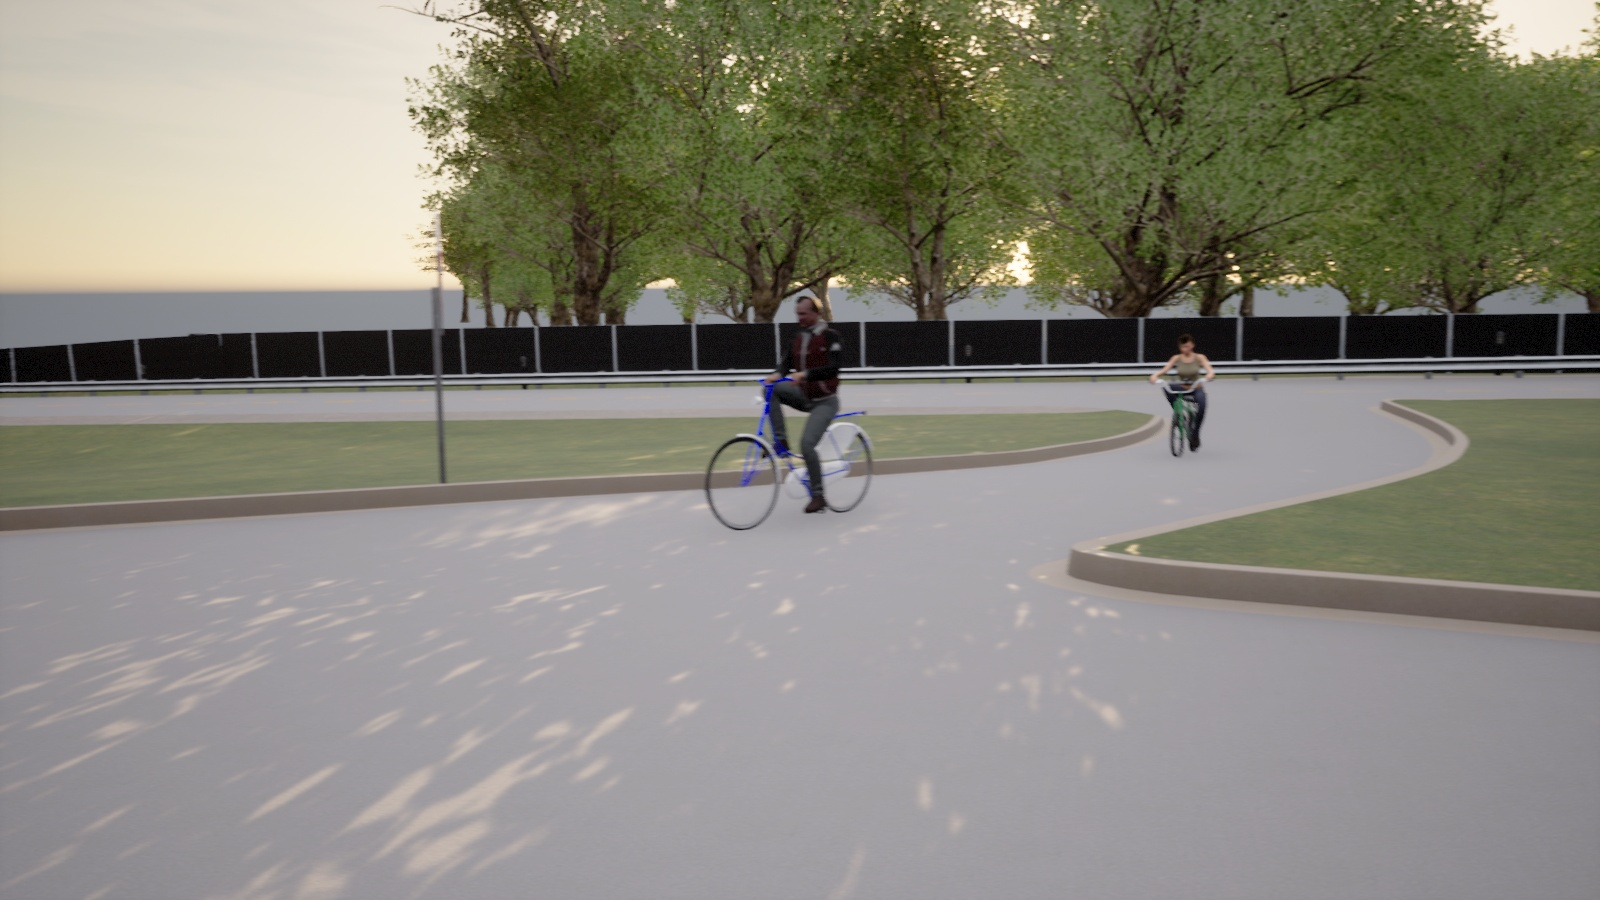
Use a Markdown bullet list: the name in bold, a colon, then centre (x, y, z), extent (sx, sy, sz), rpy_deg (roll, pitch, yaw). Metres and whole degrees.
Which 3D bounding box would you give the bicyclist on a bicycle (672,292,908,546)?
- **bicyclist on a bicycle**: centre (-0.027, -0.304, 9.671), extent (0.659, 1.776, 1.843), rpy_deg (3, 7, 43)

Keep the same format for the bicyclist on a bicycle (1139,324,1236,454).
- **bicyclist on a bicycle**: centre (5.115, -0.815, 16.507), extent (0.866, 1.612, 1.509), rpy_deg (0, 4, 30)
